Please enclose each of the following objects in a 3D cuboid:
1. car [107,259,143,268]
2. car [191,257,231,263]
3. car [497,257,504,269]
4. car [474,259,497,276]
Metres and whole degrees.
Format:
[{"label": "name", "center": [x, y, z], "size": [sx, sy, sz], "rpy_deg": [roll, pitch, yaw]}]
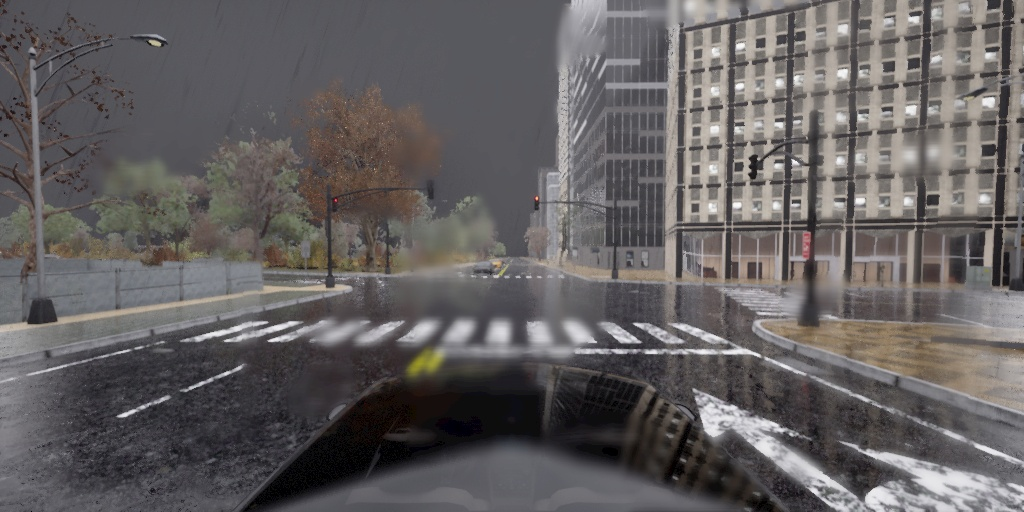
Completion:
[{"label": "car", "center": [-39.420, 0.980, 35.903], "size": [5.357, 1.411, 2.033], "rpy_deg": [0, 2, 21]}, {"label": "car", "center": [-25.255, 0.911, 30.373], "size": [4.553, 1.767, 2.097], "rpy_deg": [0, 2, 21]}, {"label": "car", "center": [-2.707, 1.209, 56.302], "size": [1.882, 1.535, 5.008], "rpy_deg": [0, 0, 1]}, {"label": "car", "center": [-2.891, 1.238, 37.661], "size": [1.882, 1.535, 5.008], "rpy_deg": [0, 1, 1]}]
